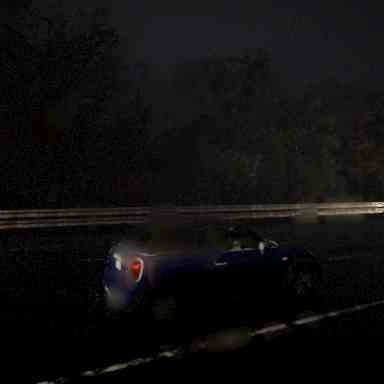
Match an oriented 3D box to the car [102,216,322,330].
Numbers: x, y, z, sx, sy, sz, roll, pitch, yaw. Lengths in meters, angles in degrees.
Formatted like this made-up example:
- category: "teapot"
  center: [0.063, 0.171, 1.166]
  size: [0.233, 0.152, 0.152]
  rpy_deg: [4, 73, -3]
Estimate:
- category: "car"
  center: [0.541, 1.341, 7.023]
  size: [4.553, 1.767, 2.097]
  rpy_deg: [0, 0, -28]
